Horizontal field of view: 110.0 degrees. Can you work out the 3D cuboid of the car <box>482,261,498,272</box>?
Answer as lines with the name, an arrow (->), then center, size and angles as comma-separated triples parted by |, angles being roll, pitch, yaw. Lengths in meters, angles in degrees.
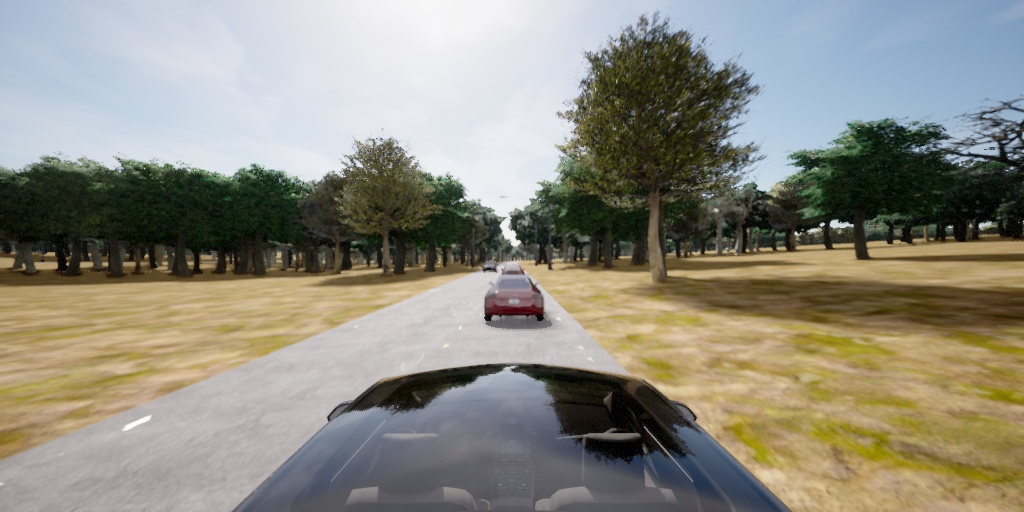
car -> -3.063, 1.474, 49.815 | 1.837, 1.490, 4.892 | 0, 0, 0

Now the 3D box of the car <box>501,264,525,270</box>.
car -> 0.081, 1.389, 28.437 | 1.812, 1.442, 4.674 | 0, 0, 0

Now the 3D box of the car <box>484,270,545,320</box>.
car -> 0.077, 1.361, 12.923 | 1.994, 1.385, 4.181 | 0, 0, 0
